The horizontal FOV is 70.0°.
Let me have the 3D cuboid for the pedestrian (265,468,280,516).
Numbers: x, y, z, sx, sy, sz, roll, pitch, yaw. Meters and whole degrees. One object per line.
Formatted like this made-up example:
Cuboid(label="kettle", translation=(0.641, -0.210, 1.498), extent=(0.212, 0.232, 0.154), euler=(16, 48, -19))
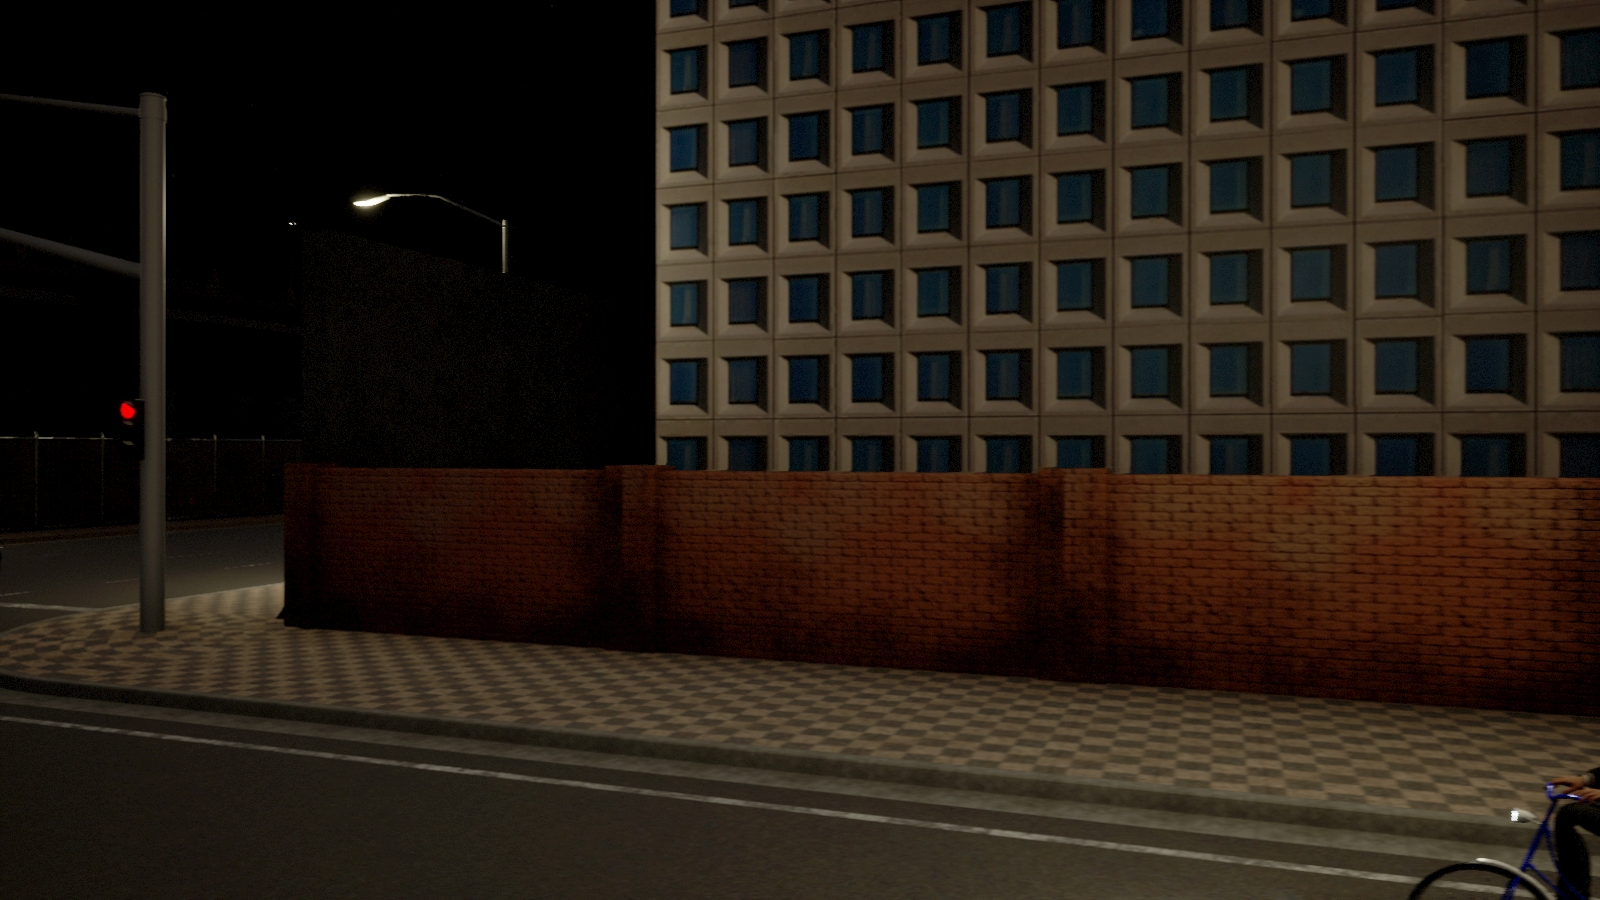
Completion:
Cuboid(label="pedestrian", translation=(-20.484, 1.619, 44.383), extent=(0.375, 1.860, 0.375), euler=(0, 0, 20))
